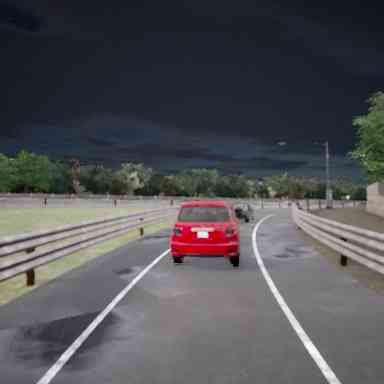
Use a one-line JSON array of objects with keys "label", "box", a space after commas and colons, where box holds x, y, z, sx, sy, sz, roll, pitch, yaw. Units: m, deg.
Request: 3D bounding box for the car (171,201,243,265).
[{"label": "car", "box": [0.670, 1.330, 12.281, 2.150, 2.045, 5.566, 0, 0, 8]}]

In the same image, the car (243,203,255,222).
[{"label": "car", "box": [3.993, 1.643, 27.522, 1.837, 1.490, 4.892, -1, 0, 18]}]
